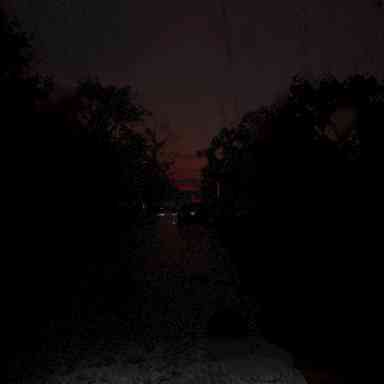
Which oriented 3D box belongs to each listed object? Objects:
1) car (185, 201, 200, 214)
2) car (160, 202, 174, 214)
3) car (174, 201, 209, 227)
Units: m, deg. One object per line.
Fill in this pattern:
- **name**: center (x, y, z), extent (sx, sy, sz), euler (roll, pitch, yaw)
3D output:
- **car**: center (0.080, 1.903, 42.655), extent (1.882, 1.535, 5.008), euler (0, -1, 0)
- **car**: center (-2.865, 1.930, 41.421), extent (1.812, 1.442, 4.674), euler (0, -1, 1)
- **car**: center (0.060, 1.481, 23.992), extent (2.097, 1.767, 4.553), euler (0, -1, 0)
